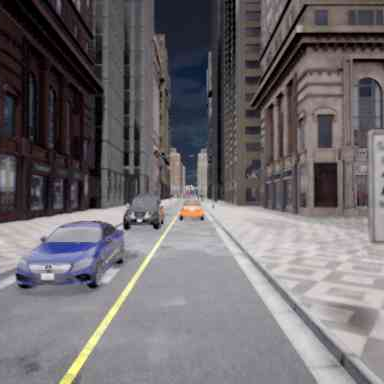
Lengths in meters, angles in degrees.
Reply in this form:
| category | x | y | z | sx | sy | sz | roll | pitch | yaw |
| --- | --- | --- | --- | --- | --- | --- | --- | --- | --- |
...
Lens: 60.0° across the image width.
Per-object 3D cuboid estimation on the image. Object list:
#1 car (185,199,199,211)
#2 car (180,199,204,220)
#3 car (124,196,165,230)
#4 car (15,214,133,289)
| category | x | y | z | sx | sy | sz | roll | pitch | yaw |
| --- | --- | --- | --- | --- | --- | --- | --- | --- | --- |
| car | 0.039 | 1.733 | 45.380 | 1.882 | 1.535 | 5.008 | 0 | 0 | 0 |
| car | 0.000 | 1.515 | 30.074 | 2.097 | 1.767 | 4.553 | 0 | 0 | 0 |
| car | -3.094 | 1.337 | 22.444 | 2.150 | 2.045 | 5.566 | 0 | 0 | 0 |
| car | -3.095 | 1.573 | 9.466 | 1.812 | 1.442 | 4.674 | 0 | 0 | 0 |
